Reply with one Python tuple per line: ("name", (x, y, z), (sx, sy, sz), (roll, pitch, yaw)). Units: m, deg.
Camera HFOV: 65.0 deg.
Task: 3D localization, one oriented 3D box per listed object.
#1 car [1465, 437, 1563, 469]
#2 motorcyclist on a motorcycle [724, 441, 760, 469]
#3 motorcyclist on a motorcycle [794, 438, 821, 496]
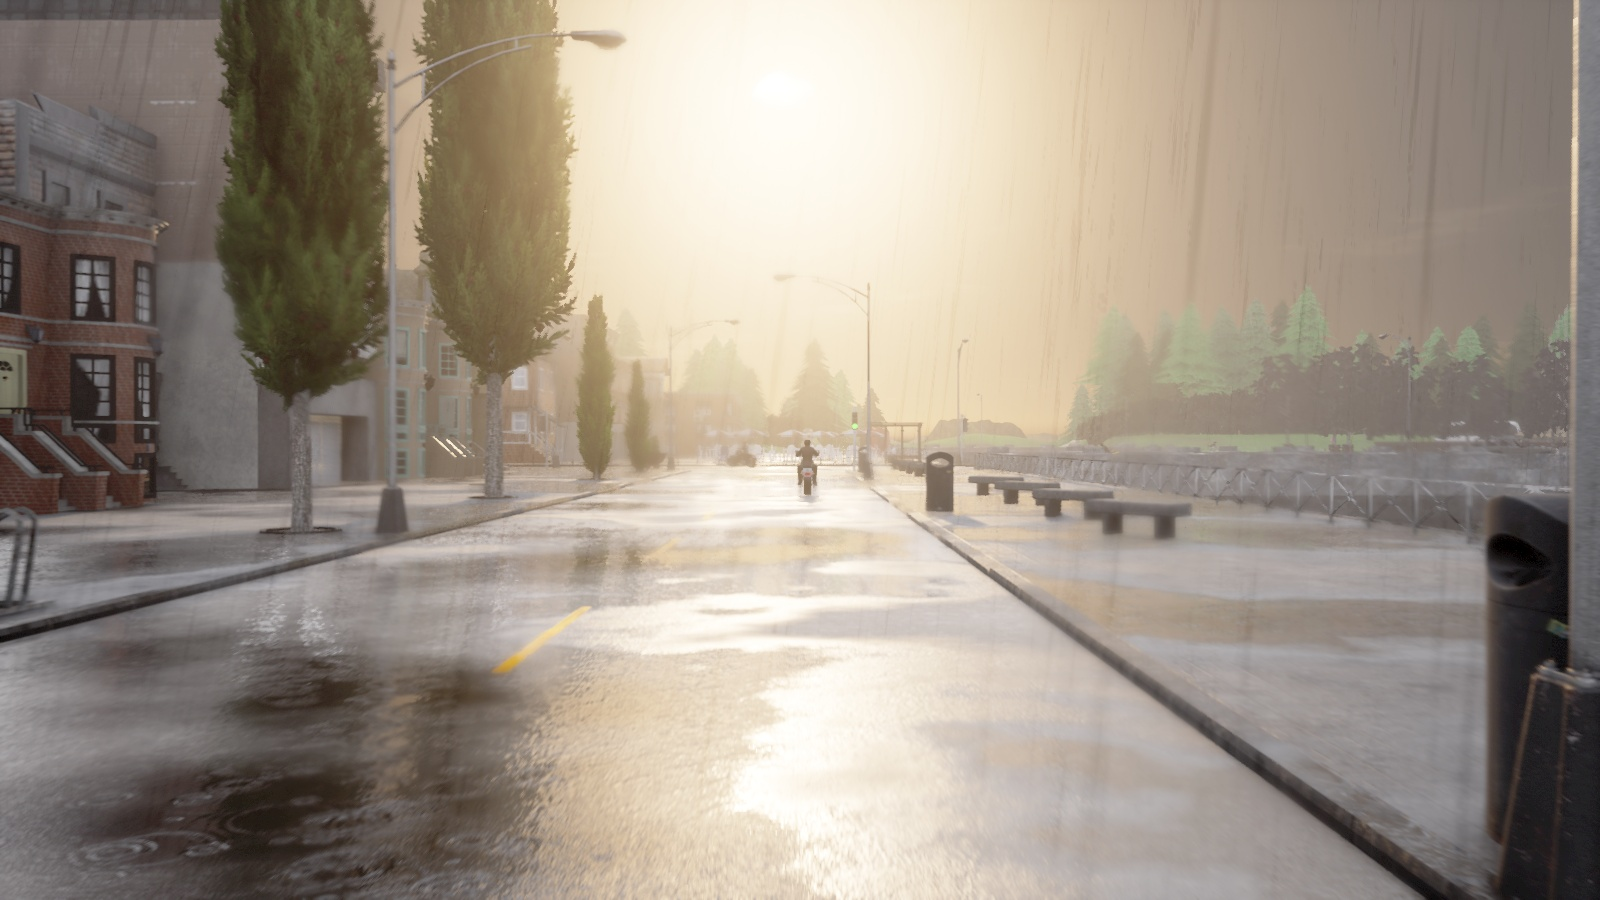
("car", (41.631, 0.184, 73.265), (4.605, 1.855, 1.932), (0, 0, 1))
("motorcyclist on a motorcycle", (-3.467, 0.274, 74.569), (0.766, 1.649, 2.350), (-2, 1, -44))
("motorcyclist on a motorcycle", (0.220, 0.488, 37.144), (0.766, 1.649, 2.350), (0, 0, 0))
